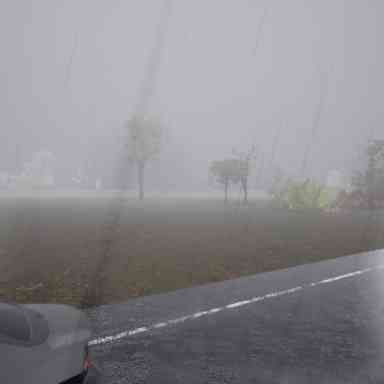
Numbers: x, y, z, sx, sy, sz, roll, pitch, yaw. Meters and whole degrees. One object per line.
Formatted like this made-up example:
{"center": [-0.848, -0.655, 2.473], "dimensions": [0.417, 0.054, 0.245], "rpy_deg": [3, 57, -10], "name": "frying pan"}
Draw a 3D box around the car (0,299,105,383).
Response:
{"center": [-2.962, 1.504, 1.756], "dimensions": [4.892, 1.490, 1.837], "rpy_deg": [0, 0, -35], "name": "car"}
